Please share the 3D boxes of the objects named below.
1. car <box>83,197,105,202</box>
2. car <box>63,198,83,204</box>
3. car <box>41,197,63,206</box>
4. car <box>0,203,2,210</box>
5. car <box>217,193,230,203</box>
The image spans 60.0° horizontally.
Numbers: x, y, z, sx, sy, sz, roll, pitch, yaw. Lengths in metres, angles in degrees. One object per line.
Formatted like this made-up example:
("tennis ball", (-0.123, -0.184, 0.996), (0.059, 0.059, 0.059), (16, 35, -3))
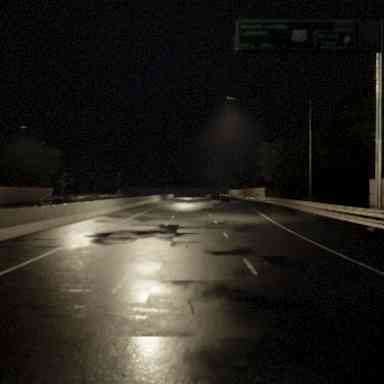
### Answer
("car", (-14.054, 1.504, 49.043), (1.837, 1.490, 4.892), (0, 0, 0))
("car", (-17.537, 1.563, 50.862), (1.994, 1.385, 4.181), (0, 0, 1))
("car", (-21.036, 1.477, 50.344), (1.882, 1.535, 5.008), (0, 0, 1))
("car", (-23.853, 1.562, 38.428), (1.994, 1.385, 4.181), (0, 0, -3))
("car", (7.019, 1.483, 71.780), (1.882, 1.535, 5.008), (0, 0, 0))
